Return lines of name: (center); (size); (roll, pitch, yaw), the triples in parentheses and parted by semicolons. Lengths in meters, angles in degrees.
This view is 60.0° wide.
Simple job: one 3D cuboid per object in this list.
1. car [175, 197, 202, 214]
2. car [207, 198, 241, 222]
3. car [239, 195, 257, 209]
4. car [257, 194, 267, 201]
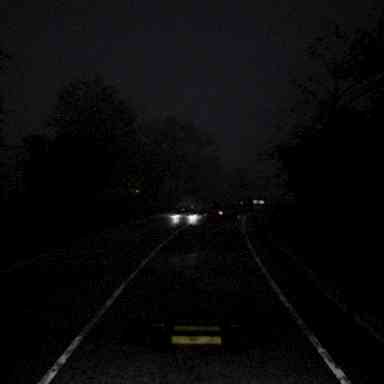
car: (-0.218, 1.215, 30.838); (1.812, 1.442, 4.674); (1, 1, 13)
car: (2.295, 1.368, 24.455); (1.994, 1.385, 4.181); (1, 1, 10)
car: (6.516, 1.271, 41.499); (1.994, 1.385, 4.181); (2, 1, 17)
car: (14.376, 1.095, 70.114); (1.895, 1.301, 4.718); (2, 1, 24)
